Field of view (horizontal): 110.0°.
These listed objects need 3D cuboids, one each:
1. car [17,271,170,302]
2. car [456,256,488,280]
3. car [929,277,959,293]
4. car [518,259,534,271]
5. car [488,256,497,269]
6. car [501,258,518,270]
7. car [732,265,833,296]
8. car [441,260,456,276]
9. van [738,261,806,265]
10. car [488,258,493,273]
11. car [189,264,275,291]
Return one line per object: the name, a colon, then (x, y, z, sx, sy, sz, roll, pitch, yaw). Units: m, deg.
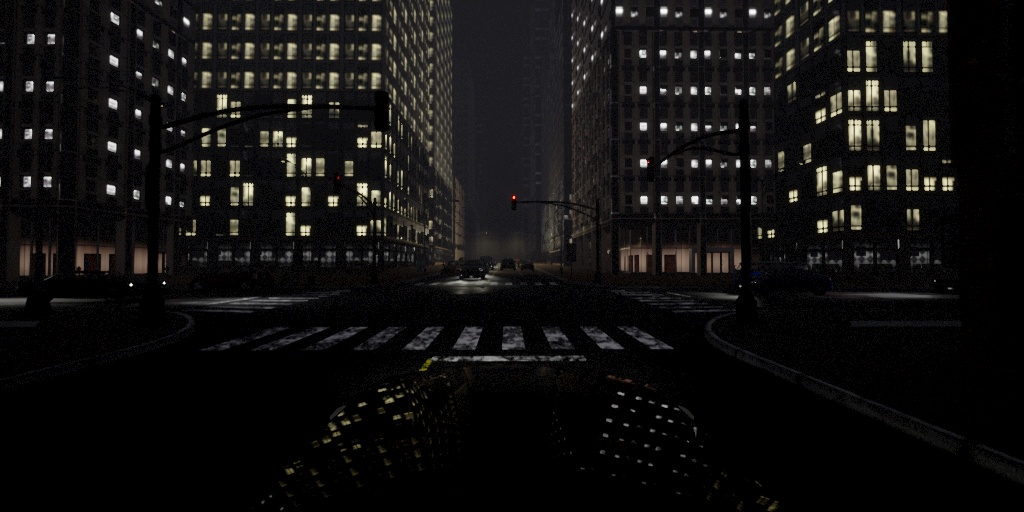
car: (-18.065, 1.299, 15.680, 4.718, 1.301, 1.895, 0, -1, -1)
car: (-3.445, 1.110, 31.733, 2.097, 1.767, 4.553, 0, 0, -2)
car: (25.811, 1.437, 19.367, 4.718, 1.301, 1.895, 0, -1, -1)
car: (2.066, 1.344, 48.376, 1.802, 1.307, 4.207, 0, 0, -1)
car: (-3.764, 0.983, 52.406, 2.150, 2.045, 5.566, 0, 0, -1)
car: (-0.585, 1.116, 52.872, 2.097, 1.767, 4.553, 0, 0, -1)
car: (14.523, 1.340, 19.239, 4.674, 1.442, 1.812, 0, -1, -2)
car: (-6.163, 1.199, 37.053, 1.967, 1.591, 4.097, 0, 0, -1)
van: (15.715, 1.208, 21.834, 3.998, 1.789, 1.690, 0, 0, -1)
car: (-3.634, 1.252, 41.806, 2.128, 1.511, 4.902, 0, 0, -1)
car: (-16.757, 1.252, 21.472, 4.097, 1.591, 1.967, 0, 0, -1)
